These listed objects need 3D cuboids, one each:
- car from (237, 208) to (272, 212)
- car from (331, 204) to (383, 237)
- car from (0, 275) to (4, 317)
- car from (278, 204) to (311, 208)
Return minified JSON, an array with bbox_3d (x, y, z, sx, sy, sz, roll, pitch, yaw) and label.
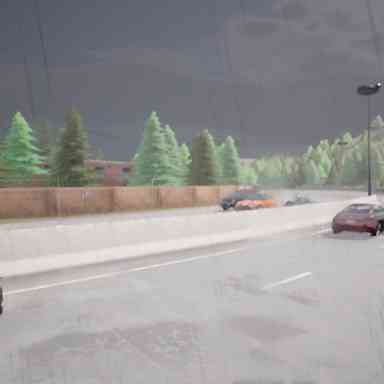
[{"bbox_3d":[5.639,0.963,28.785,2.097,1.767,4.553,-1,1,41],"label":"car"},{"bbox_3d":[8.462,1.252,16.216,1.994,1.385,4.181,0,1,45],"label":"car"},{"bbox_3d":[-5.344,1.532,4.373,5.008,1.535,1.882,-1,1,-35],"label":"car"},{"bbox_3d":[8.812,1.137,27.093,1.994,1.385,4.181,-1,1,41],"label":"car"}]
